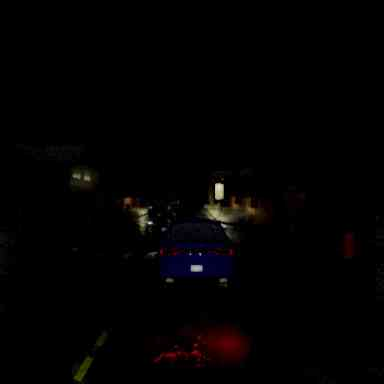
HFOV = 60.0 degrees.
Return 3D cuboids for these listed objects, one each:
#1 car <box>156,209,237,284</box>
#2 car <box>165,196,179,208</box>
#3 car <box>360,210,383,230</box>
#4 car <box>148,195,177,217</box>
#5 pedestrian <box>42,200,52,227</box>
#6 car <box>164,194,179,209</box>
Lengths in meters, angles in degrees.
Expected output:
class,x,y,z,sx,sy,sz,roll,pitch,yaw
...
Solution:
class,x,y,z,sx,sy,sz,roll,pitch,yaw
car,0.099,1.472,9.550,1.882,1.535,5.008,0,0,0
car,-3.001,1.498,50.939,2.097,1.767,4.553,0,0,-2
car,12.261,1.344,18.909,5.008,1.535,1.882,-1,-2,1
car,-2.843,1.379,30.955,2.097,1.767,4.553,0,0,0
pedestrian,-9.666,1.389,22.117,0.375,1.860,0.375,0,-1,1
car,-2.854,1.294,40.764,2.150,2.045,5.566,0,0,0
